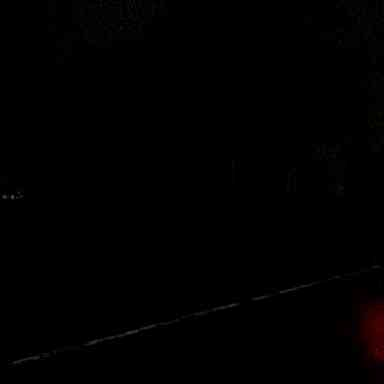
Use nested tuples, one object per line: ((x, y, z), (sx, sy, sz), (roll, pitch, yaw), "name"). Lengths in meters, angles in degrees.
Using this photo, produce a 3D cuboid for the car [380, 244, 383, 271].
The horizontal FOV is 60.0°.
((6.745, 1.493, 8.565), (4.902, 1.511, 2.128), (0, 0, -36), "car")
